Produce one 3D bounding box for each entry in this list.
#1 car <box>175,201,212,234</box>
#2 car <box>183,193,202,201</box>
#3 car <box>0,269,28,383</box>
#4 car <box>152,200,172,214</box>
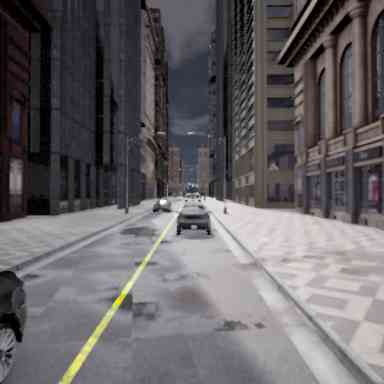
[{"bbox_3d":[0.101,1.487,19.004,1.837,1.490,4.892,0,0,0],"label":"car"},{"bbox_3d":[0.106,1.190,42.181,2.150,2.045,5.566,0,0,0],"label":"car"},{"bbox_3d":[-3.088,1.488,2.440,2.128,1.511,4.902,0,0,0],"label":"car"},{"bbox_3d":[-3.083,1.518,35.664,2.033,1.411,5.357,0,0,0],"label":"car"}]
